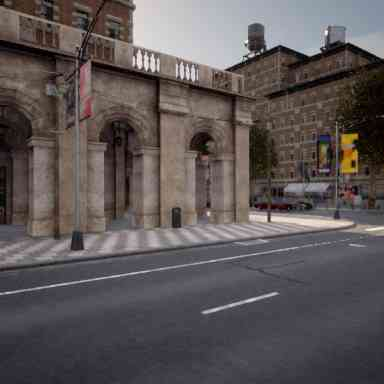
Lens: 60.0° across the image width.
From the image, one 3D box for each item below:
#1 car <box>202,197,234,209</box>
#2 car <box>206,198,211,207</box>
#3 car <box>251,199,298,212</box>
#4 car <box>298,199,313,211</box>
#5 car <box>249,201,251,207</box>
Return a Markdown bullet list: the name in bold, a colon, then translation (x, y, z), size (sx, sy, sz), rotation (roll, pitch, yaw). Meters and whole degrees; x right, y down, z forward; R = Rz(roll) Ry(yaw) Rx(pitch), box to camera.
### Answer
- **car**: translation (3.701, 1.504, 47.879), size (1.837, 1.490, 4.892), rotation (0, 0, -36)
- **car**: translation (1.152, 1.595, 46.027), size (1.895, 1.301, 4.718), rotation (0, 0, -36)
- **car**: translation (9.687, 1.601, 39.537), size (1.895, 1.301, 4.718), rotation (0, 0, -36)
- **car**: translation (12.786, 1.564, 41.223), size (1.994, 1.385, 4.181), rotation (0, 0, -36)
- **car**: translation (7.043, 1.564, 49.233), size (1.994, 1.385, 4.181), rotation (0, 0, -35)
